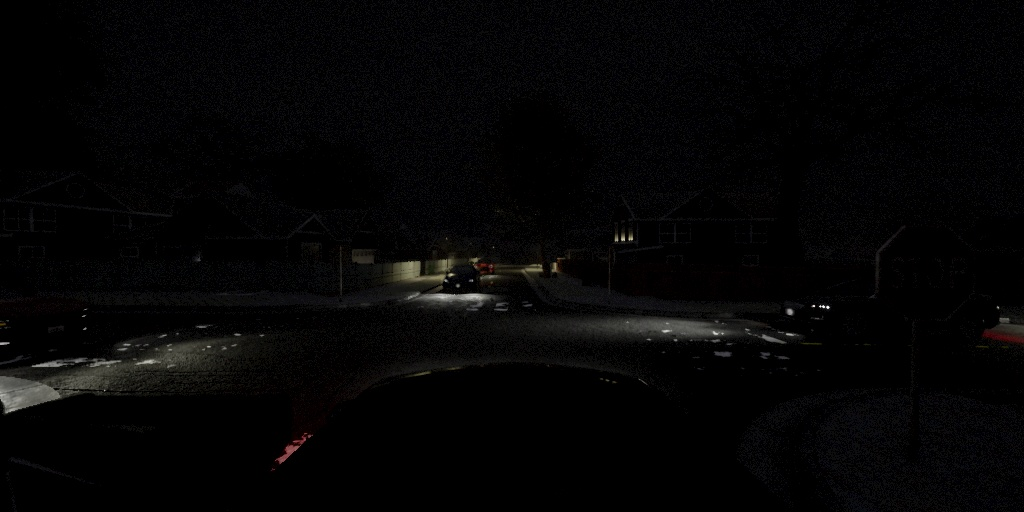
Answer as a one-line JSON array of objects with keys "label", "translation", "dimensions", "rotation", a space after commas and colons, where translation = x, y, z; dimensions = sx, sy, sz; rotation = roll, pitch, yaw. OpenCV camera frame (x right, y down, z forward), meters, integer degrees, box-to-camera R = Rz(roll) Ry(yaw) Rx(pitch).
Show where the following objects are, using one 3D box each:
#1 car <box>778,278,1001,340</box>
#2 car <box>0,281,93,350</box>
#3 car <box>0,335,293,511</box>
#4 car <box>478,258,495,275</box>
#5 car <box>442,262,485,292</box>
[{"label": "car", "translation": [10.313, 1.360, 10.040], "dimensions": [4.902, 1.511, 2.128], "rotation": [1, 1, 2]}, {"label": "car", "translation": [-11.352, 1.129, 7.051], "dimensions": [5.008, 1.535, 1.882], "rotation": [0, 1, 2]}, {"label": "car", "translation": [-2.738, 1.352, 0.727], "dimensions": [1.895, 1.301, 4.718], "rotation": [0, 0, 0]}, {"label": "car", "translation": [-2.926, 1.052, 38.432], "dimensions": [2.097, 1.767, 4.553], "rotation": [0, 0, 0]}, {"label": "car", "translation": [-2.841, 1.273, 21.123], "dimensions": [1.812, 1.442, 4.674], "rotation": [0, 0, 0]}]
